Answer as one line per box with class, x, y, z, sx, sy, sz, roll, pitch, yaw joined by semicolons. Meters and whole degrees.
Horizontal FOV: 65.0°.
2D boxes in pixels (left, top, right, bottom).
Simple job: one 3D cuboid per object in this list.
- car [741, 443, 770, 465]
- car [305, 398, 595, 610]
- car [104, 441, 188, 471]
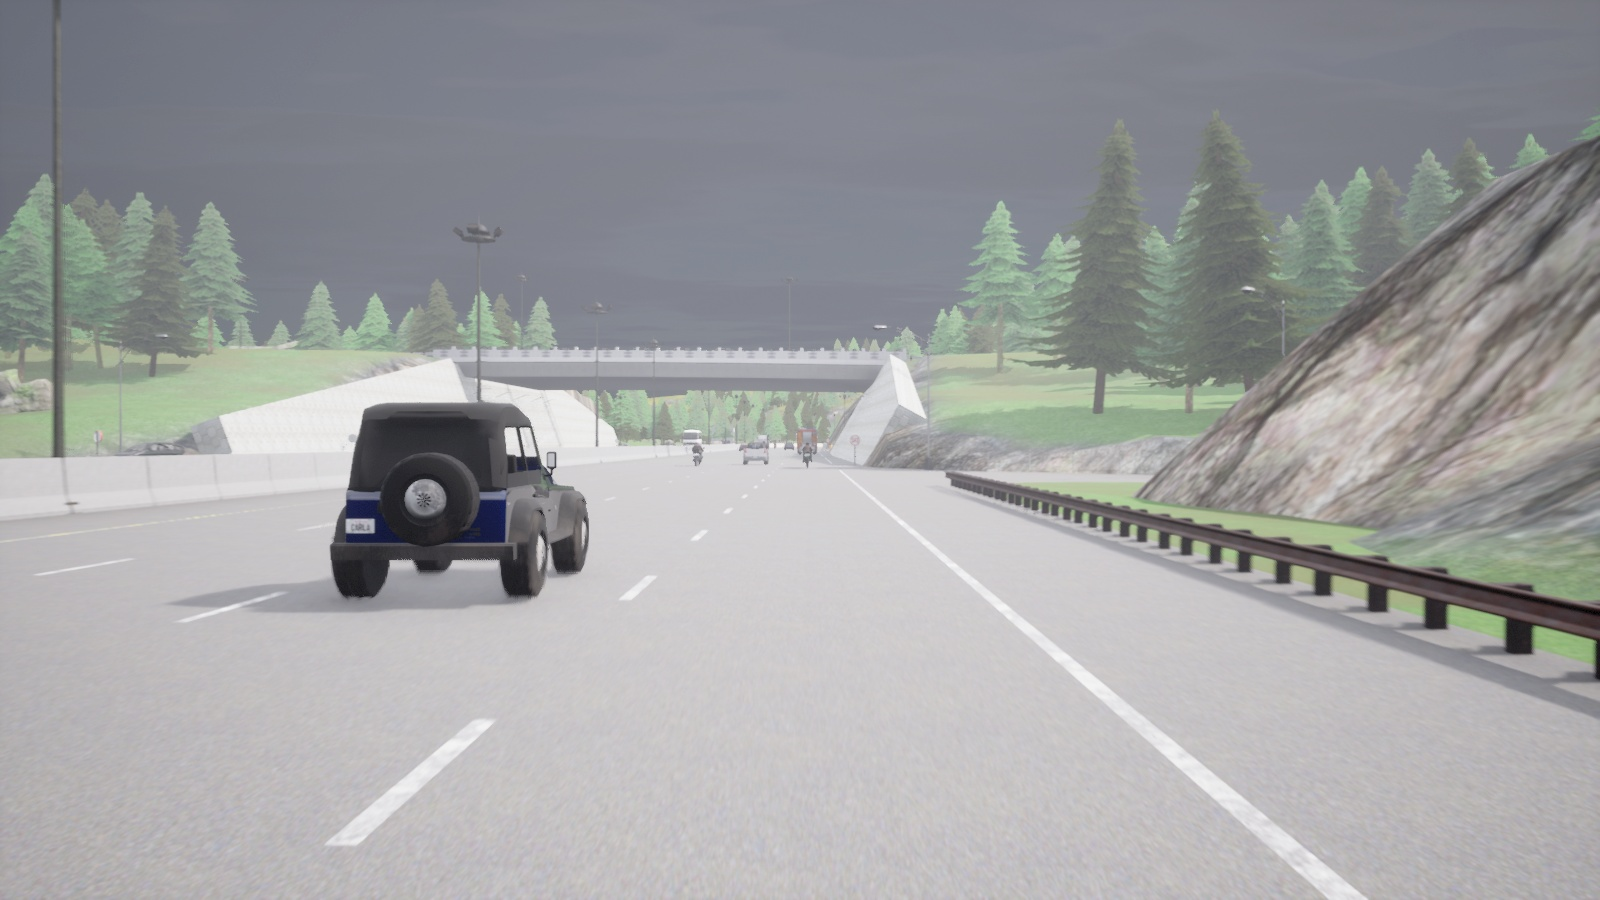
car;-2.996;0.272;85.979;1.845;1.501;3.633;0;0;0
car;-3.411;0.466;13.035;1.905;1.878;3.866;0;0;0
car;-35.238;0.312;67.753;1.789;1.549;3.705;0;0;22
